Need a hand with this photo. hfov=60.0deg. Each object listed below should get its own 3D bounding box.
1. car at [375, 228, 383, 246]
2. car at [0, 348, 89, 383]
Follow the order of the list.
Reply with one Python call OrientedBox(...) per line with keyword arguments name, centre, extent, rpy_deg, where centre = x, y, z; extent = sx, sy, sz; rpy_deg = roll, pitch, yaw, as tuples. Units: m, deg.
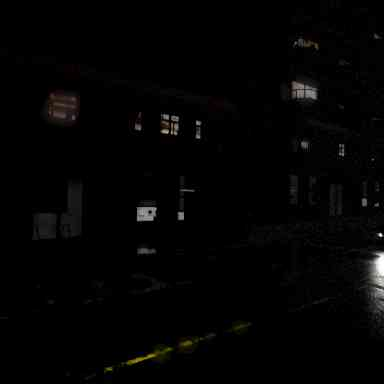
OrientedBox(name="car", centre=(9.727, 1.559, 13.719), extent=(5.357, 1.411, 2.033), rpy_deg=(0, 0, -36))
OrientedBox(name="car", centre=(-2.727, 1.503, 1.213), extent=(4.892, 1.490, 1.837), rpy_deg=(0, 0, -35))
